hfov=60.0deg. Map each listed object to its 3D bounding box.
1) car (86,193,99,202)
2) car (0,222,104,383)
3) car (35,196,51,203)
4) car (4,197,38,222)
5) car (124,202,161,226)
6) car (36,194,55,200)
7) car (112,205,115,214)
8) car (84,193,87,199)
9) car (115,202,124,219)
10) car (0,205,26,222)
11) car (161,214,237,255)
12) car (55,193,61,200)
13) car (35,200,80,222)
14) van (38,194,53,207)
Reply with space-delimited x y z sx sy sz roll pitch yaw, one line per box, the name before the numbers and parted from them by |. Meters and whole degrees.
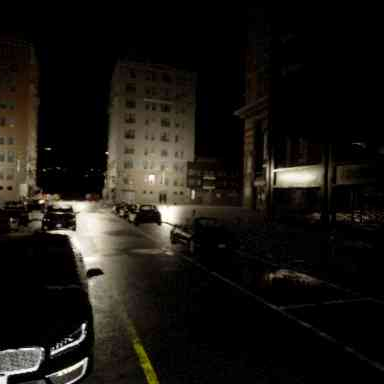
car | -22.510 1.410 76.456 2.192 1.841 5.009 2 0 -20
car | -2.626 1.494 5.330 1.837 1.490 4.892 2 -1 -20
car | -17.370 1.480 37.584 1.947 1.339 4.313 2 -1 -20
car | -11.552 1.356 21.697 1.967 1.590 4.097 2 -1 -20
car | -3.540 1.602 24.603 1.967 1.590 4.097 2 -1 -20
car | -19.302 1.229 42.884 2.192 1.841 5.009 2 -1 -20
car | -7.420 1.706 35.194 1.887 1.381 4.507 2 -1 -20
car | -26.404 1.609 87.078 1.887 1.381 4.507 2 0 -20
car | -5.482 1.743 29.898 1.802 1.307 4.206 2 -1 -20
car | -9.617 1.497 16.398 1.802 1.307 4.206 2 -1 -20
car | 0.333 1.711 14.011 2.008 1.369 4.403 2 -1 -20
car | -30.470 1.374 73.391 1.752 1.417 4.829 2 0 -20
car | -7.789 1.488 19.709 2.128 1.511 4.902 2 0 -20
van | -21.241 1.252 48.181 1.690 1.788 3.998 2 -1 -20
